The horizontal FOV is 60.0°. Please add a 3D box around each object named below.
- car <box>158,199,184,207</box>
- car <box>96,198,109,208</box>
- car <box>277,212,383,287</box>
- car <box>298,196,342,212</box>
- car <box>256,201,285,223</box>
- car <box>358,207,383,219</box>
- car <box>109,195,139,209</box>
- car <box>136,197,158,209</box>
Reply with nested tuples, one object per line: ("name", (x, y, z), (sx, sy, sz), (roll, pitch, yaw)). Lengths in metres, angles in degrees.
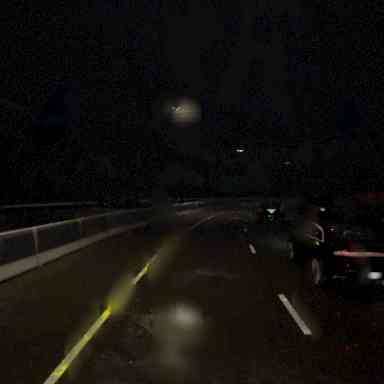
("car", (-2.646, 1.768, 49.144), (2.033, 1.411, 5.357), (0, 0, 18))
("car", (-12.878, 1.708, 51.525), (1.837, 1.490, 4.892), (0, 0, 18))
("car", (4.011, 1.547, 9.374), (2.128, 1.511, 4.902), (0, 0, 5))
("car", (9.674, 1.367, 25.981), (2.150, 2.045, 5.566), (0, 0, 11))
("car", (6.332, 1.494, 26.974), (2.097, 1.767, 4.553), (0, 0, 11))
("car", (12.457, 1.682, 21.665), (2.033, 1.411, 5.357), (0, 0, 10))
("car", (-9.725, 1.426, 49.973), (2.150, 2.045, 5.566), (0, 0, 17))
("car", (-6.119, 1.814, 49.732), (1.895, 1.301, 4.718), (0, 0, 18))
